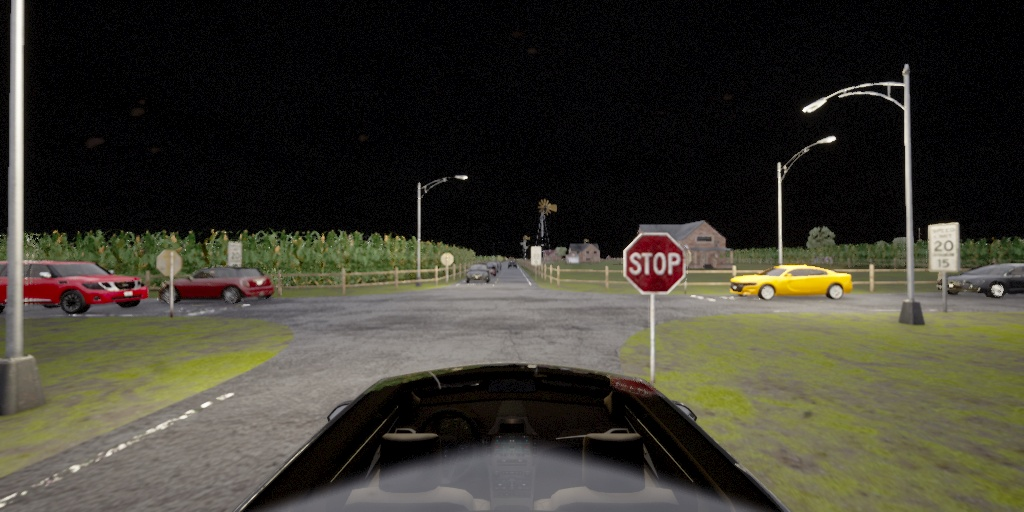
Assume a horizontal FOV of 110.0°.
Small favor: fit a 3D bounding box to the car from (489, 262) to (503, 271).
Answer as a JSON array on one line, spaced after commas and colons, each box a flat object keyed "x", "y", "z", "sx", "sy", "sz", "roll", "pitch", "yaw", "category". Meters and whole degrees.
[{"x": -2.681, "y": 1.700, "z": 60.383, "sx": 2.033, "sy": 1.411, "sz": 5.357, "roll": 0, "pitch": 0, "yaw": 0, "category": "car"}]

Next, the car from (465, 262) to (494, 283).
[{"x": -2.777, "y": 1.440, "z": 30.179, "sx": 1.837, "sy": 1.490, "sz": 4.892, "roll": 0, "pitch": 0, "yaw": -1, "category": "car"}]

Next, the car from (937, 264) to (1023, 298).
[{"x": 22.943, "y": 1.139, "z": 16.721, "sx": 4.892, "sy": 1.490, "sz": 1.837, "roll": 0, "pitch": -1, "yaw": 1, "category": "car"}]

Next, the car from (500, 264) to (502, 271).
[{"x": -2.765, "y": 1.583, "z": 50.155, "sx": 1.837, "sy": 1.490, "sz": 4.892, "roll": 0, "pitch": 0, "yaw": 0, "category": "car"}]

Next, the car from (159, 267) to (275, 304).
[{"x": -14.113, "y": 1.319, "z": 17.225, "sx": 4.553, "sy": 1.767, "sz": 2.097, "roll": -1, "pitch": 0, "yaw": 5, "category": "car"}]

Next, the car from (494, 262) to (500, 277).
[{"x": -2.774, "y": 1.570, "z": 40.135, "sx": 1.994, "sy": 1.385, "sz": 4.181, "roll": 0, "pitch": 0, "yaw": 1, "category": "car"}]

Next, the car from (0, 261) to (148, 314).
[{"x": -18.264, "y": 1.199, "z": 14.536, "sx": 5.566, "sy": 2.045, "sz": 2.150, "roll": -1, "pitch": -1, "yaw": 1, "category": "car"}]

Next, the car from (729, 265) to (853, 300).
[{"x": 12.973, "y": 1.201, "z": 16.871, "sx": 5.008, "sy": 1.535, "sz": 1.882, "roll": -1, "pitch": -1, "yaw": 0, "category": "car"}]
